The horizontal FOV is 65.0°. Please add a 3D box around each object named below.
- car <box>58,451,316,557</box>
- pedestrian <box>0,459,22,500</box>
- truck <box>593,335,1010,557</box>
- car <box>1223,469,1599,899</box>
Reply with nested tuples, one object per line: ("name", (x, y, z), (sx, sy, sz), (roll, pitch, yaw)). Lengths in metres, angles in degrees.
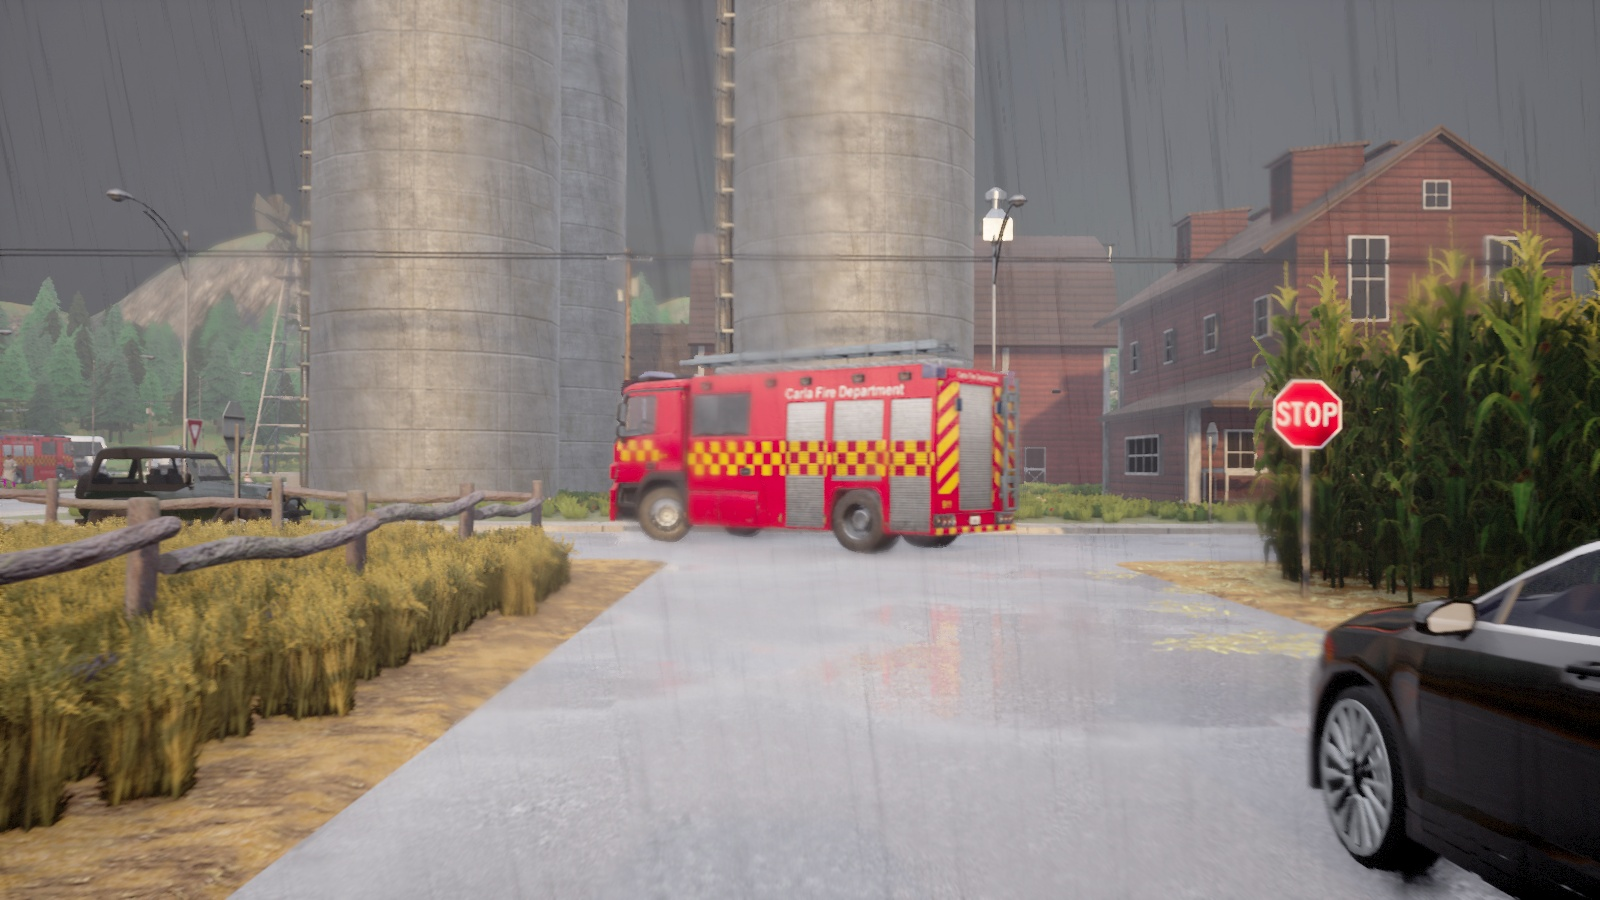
("car", (-11.286, 0.974, 23.341), (3.866, 1.878, 1.905), (0, -1, 0))
("pedestrian", (-38.627, 1.440, 61.385), (0.659, 1.952, 0.873), (0, -1, -3))
("truck", (-0.229, -0.005, 25.363), (8.468, 3.827, 2.891), (-1, -1, 39))
("car", (3.091, 0.812, 3.536), (2.128, 1.511, 4.902), (0, -1, 0))
